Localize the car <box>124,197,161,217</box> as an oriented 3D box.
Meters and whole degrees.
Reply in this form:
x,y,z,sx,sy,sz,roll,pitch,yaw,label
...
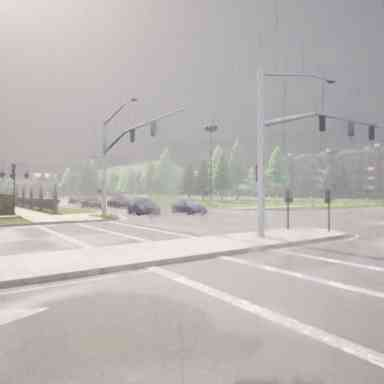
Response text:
x,y,z,sx,sy,sz,roll,pitch,yaw,label
-4.537,1.346,31.408,2.097,1.767,4.553,0,0,-26,car

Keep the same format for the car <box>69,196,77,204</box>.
x,y,z,sx,sy,sz,roll,pitch,yaw,label
-21.433,1.485,61.638,2.128,1.511,4.902,0,0,-35,car

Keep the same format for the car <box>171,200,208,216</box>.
x,y,z,sx,sy,sz,roll,pitch,yaw,label
-0.363,1.518,32.573,1.812,1.442,4.674,0,0,-36,car

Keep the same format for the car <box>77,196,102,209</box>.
x,y,z,sx,sy,sz,roll,pitch,yaw,label
-13.403,1.499,44.552,1.837,1.490,4.892,0,0,-36,car

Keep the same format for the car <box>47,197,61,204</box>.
x,y,z,sx,sy,sz,roll,pitch,yaw,label
-25.862,1.595,61.797,1.895,1.301,4.718,0,0,-36,car

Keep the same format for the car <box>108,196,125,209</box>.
x,y,z,sx,sy,sz,roll,pitch,yaw,label
-9.766,1.344,45.502,2.097,1.767,4.553,0,0,-36,car
